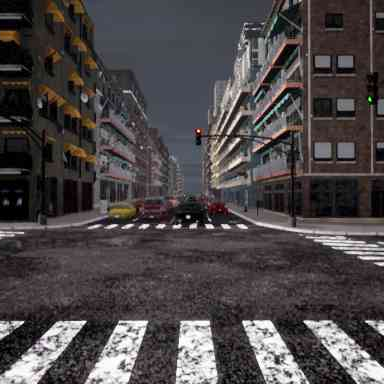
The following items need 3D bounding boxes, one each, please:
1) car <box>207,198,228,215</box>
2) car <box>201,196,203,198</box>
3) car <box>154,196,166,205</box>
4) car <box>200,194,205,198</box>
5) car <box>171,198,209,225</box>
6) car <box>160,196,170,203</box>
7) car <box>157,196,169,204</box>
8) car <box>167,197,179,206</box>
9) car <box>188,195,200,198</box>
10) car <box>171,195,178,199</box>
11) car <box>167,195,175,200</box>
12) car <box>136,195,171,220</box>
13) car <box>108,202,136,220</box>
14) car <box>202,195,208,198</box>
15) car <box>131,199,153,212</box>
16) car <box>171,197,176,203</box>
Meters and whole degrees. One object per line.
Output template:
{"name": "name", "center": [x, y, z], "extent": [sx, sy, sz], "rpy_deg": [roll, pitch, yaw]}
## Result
{"name": "car", "center": [2.611, 1.550, 33.518], "extent": [1.887, 1.381, 4.507], "rpy_deg": [1, 0, 0]}
{"name": "car", "center": [2.568, 1.591, 50.089], "extent": [1.802, 1.307, 4.206], "rpy_deg": [1, 0, 0]}
{"name": "car", "center": [-5.841, 1.538, 60.958], "extent": [1.752, 1.417, 4.829], "rpy_deg": [1, 0, 0]}
{"name": "car", "center": [2.789, 1.373, 81.831], "extent": [2.097, 1.767, 4.553], "rpy_deg": [0, 0, 0]}
{"name": "car", "center": [-0.022, 1.481, 24.181], "extent": [1.882, 1.535, 5.008], "rpy_deg": [1, 0, 5]}
{"name": "car", "center": [-5.870, 1.562, 72.175], "extent": [1.887, 1.381, 4.507], "rpy_deg": [1, 0, 0]}
{"name": "car", "center": [-5.855, 1.566, 66.652], "extent": [2.008, 1.369, 4.403], "rpy_deg": [1, 0, 0]}
{"name": "car", "center": [-3.209, 1.612, 57.209], "extent": [1.895, 1.301, 4.718], "rpy_deg": [0, 0, 0]}
{"name": "car", "center": [-0.055, 1.517, 59.781], "extent": [1.837, 1.490, 4.892], "rpy_deg": [0, 0, 0]}
{"name": "car", "center": [-3.213, 1.361, 47.350], "extent": [2.097, 1.767, 4.553], "rpy_deg": [0, 0, 0]}
{"name": "car", "center": [-5.926, 1.579, 94.268], "extent": [2.008, 1.369, 4.403], "rpy_deg": [1, 0, 0]}
{"name": "car", "center": [-3.147, 1.356, 28.069], "extent": [2.097, 1.767, 4.553], "rpy_deg": [0, 0, -1]}
{"name": "car", "center": [-5.754, 1.529, 27.817], "extent": [1.752, 1.417, 4.829], "rpy_deg": [1, 0, 0]}
{"name": "car", "center": [2.598, 1.446, 39.042], "extent": [1.967, 1.590, 4.097], "rpy_deg": [1, 0, 0]}
{"name": "car", "center": [-5.784, 1.551, 39.034], "extent": [1.887, 1.381, 4.507], "rpy_deg": [1, 0, 0]}
{"name": "car", "center": [-3.198, 1.553, 37.561], "extent": [2.033, 1.411, 5.357], "rpy_deg": [0, 0, 0]}
